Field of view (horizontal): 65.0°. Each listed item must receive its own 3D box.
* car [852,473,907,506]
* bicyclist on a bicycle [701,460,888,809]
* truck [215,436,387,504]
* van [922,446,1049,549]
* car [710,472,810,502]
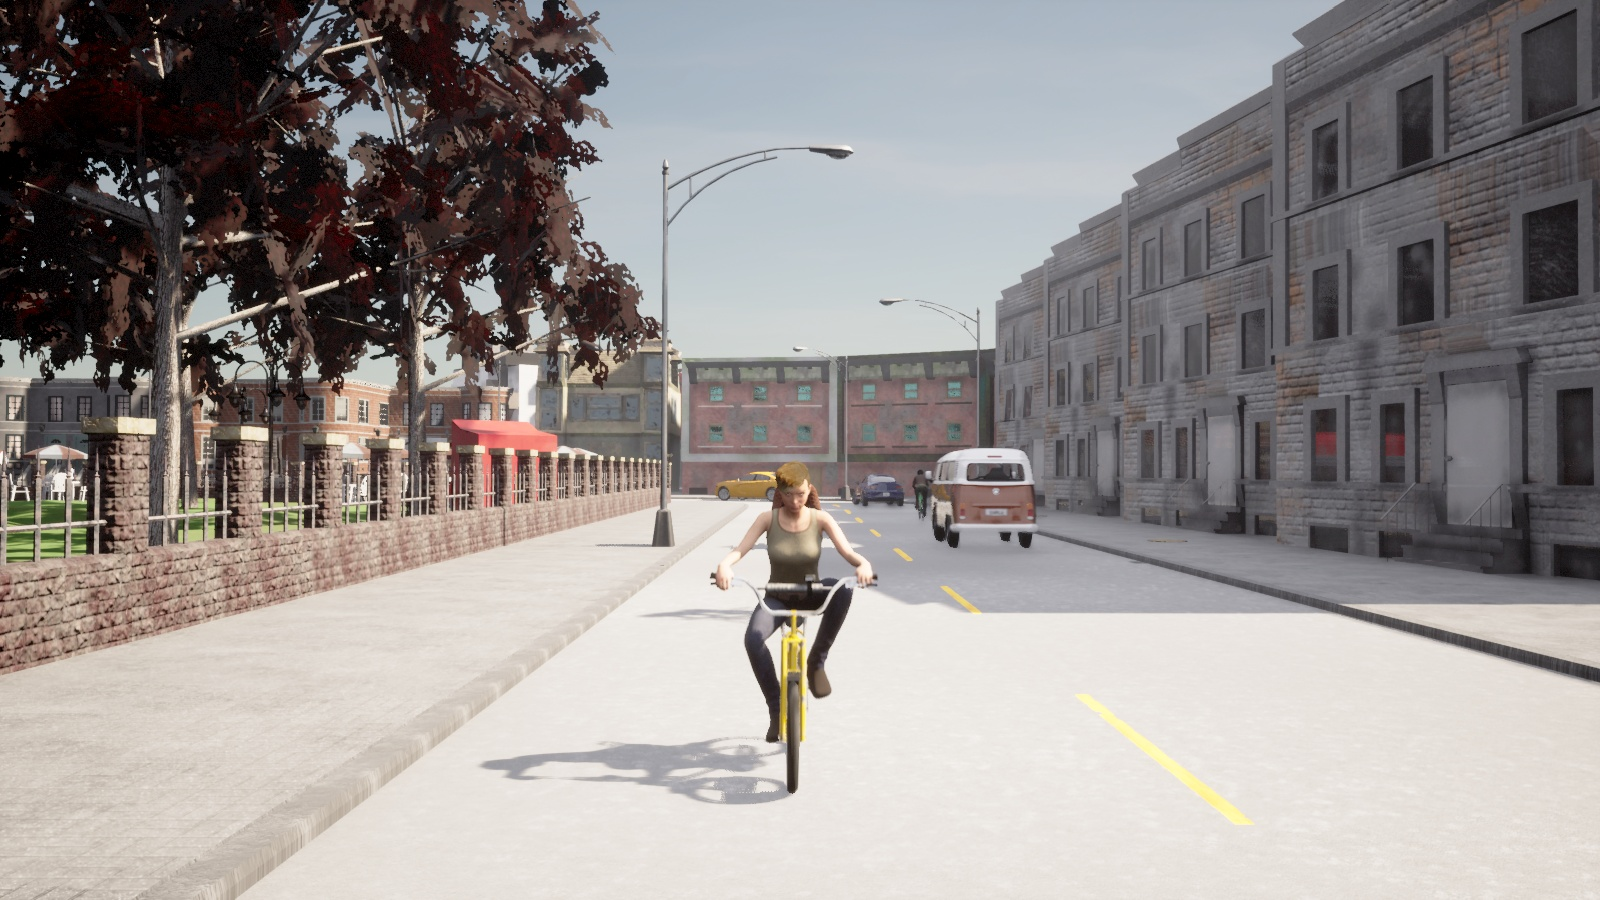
[{"bbox_3d":[3.589,1.788,57.350,1.812,1.442,4.674,0,-1,-5],"label":"car"},{"bbox_3d":[-0.026,0.863,6.594,0.866,1.612,1.509,0,0,0],"label":"bicyclist on a bicycle"},{"bbox_3d":[-26.305,1.051,66.468,7.936,3.462,2.891,0,-1,0],"label":"truck"},{"bbox_3d":[3.902,0.978,27.168,2.069,2.038,4.480,0,-1,0],"label":"van"},{"bbox_3d":[-2.115,1.895,65.215,5.008,1.535,1.882,-1,-1,33],"label":"car"}]
